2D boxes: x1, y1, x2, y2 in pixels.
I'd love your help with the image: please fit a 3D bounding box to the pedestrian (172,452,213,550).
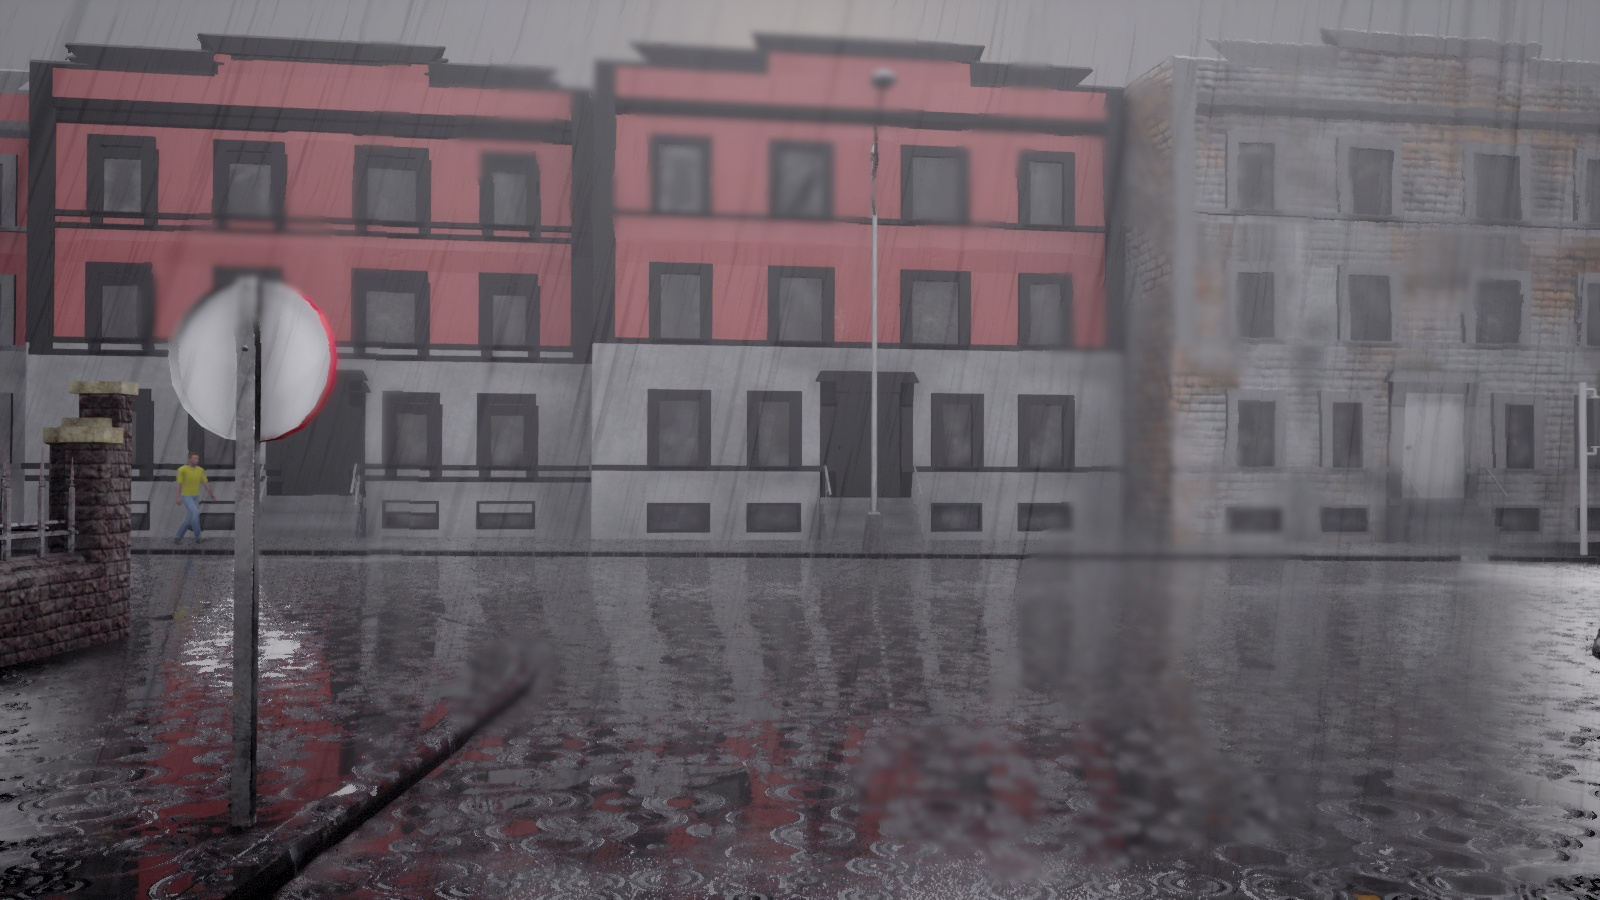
[{"bbox_3d":[-11.577,0.961,23.922,0.706,1.836,0.354,-1,-1,29],"label":"pedestrian"}]
